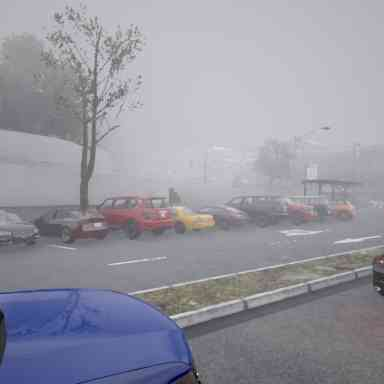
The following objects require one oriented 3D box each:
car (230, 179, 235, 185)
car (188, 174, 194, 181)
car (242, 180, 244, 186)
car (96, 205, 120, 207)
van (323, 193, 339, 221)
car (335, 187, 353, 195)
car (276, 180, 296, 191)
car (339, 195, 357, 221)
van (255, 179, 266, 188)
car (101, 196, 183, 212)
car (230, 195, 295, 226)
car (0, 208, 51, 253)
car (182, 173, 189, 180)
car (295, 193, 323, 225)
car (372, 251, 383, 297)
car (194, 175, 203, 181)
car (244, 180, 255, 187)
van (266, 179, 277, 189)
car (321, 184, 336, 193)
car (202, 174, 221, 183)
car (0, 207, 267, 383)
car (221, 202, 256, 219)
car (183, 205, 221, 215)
[{"bbox_3d":[10.692,-2.317,78.661,2.002,1.452,4.674,7,3,35],"label":"car"},{"bbox_3d":[1.965,-3.850,90.914,2.185,1.767,4.553,6,3,34],"label":"car"},{"bbox_3d":[12.429,-2.043,76.195,2.002,1.452,4.674,7,4,35],"label":"car"},{"bbox_3d":[-6.045,1.524,15.913,4.792,1.488,2.163,-1,-1,35],"label":"car"},{"bbox_3d":[8.826,1.297,26.216,4.442,1.987,1.878,-1,-1,35],"label":"van"},{"bbox_3d":[26.186,0.137,56.425,2.002,1.452,4.674,7,3,35],"label":"car"},{"bbox_3d":[19.304,-0.992,66.296,2.231,1.521,4.892,7,3,35],"label":"car"},{"bbox_3d":[11.239,1.404,27.961,4.553,1.767,2.185,-1,-1,35],"label":"car"},{"bbox_3d":[15.825,-1.763,71.137,1.878,1.987,4.442,7,4,35],"label":"van"},{"bbox_3d":[-3.597,1.248,17.653,5.566,2.045,2.435,-1,-1,35],"label":"car"},{"bbox_3d":[3.767,1.263,22.851,5.566,2.045,2.435,-1,-1,35],"label":"car"},{"bbox_3d":[-8.468,1.493,14.171,4.892,1.521,2.231,-1,-1,35],"label":"car"},{"bbox_3d":[0.240,-4.085,93.387,2.185,1.767,4.553,4,1,34],"label":"car"},{"bbox_3d":[6.284,1.267,24.551,5.566,2.045,2.435,-1,-1,35],"label":"car"},{"bbox_3d":[5.821,1.515,7.256,4.892,1.490,1.837,0,0,-35],"label":"car"},{"bbox_3d":[3.755,-3.698,88.444,2.435,2.045,5.566,7,3,34],"label":"car"},{"bbox_3d":[14.256,-1.811,73.871,1.946,1.575,5.366,7,3,35],"label":"car"},{"bbox_3d":[17.549,-1.490,68.662,1.878,1.987,4.442,7,4,35],"label":"van"},{"bbox_3d":[24.500,-0.425,58.900,2.435,2.045,5.566,7,3,35],"label":"car"},{"bbox_3d":[5.601,-3.176,86.181,1.946,1.575,5.366,7,3,34],"label":"car"},{"bbox_3d":[-2.431,1.221,1.402,5.566,2.045,2.150,0,0,-35],"label":"car"},{"bbox_3d":[1.336,1.549,21.098,4.674,1.452,2.002,-1,-1,35],"label":"car"},{"bbox_3d":[-1.273,1.503,19.476,5.366,1.575,1.946,-1,-1,35],"label":"car"}]
